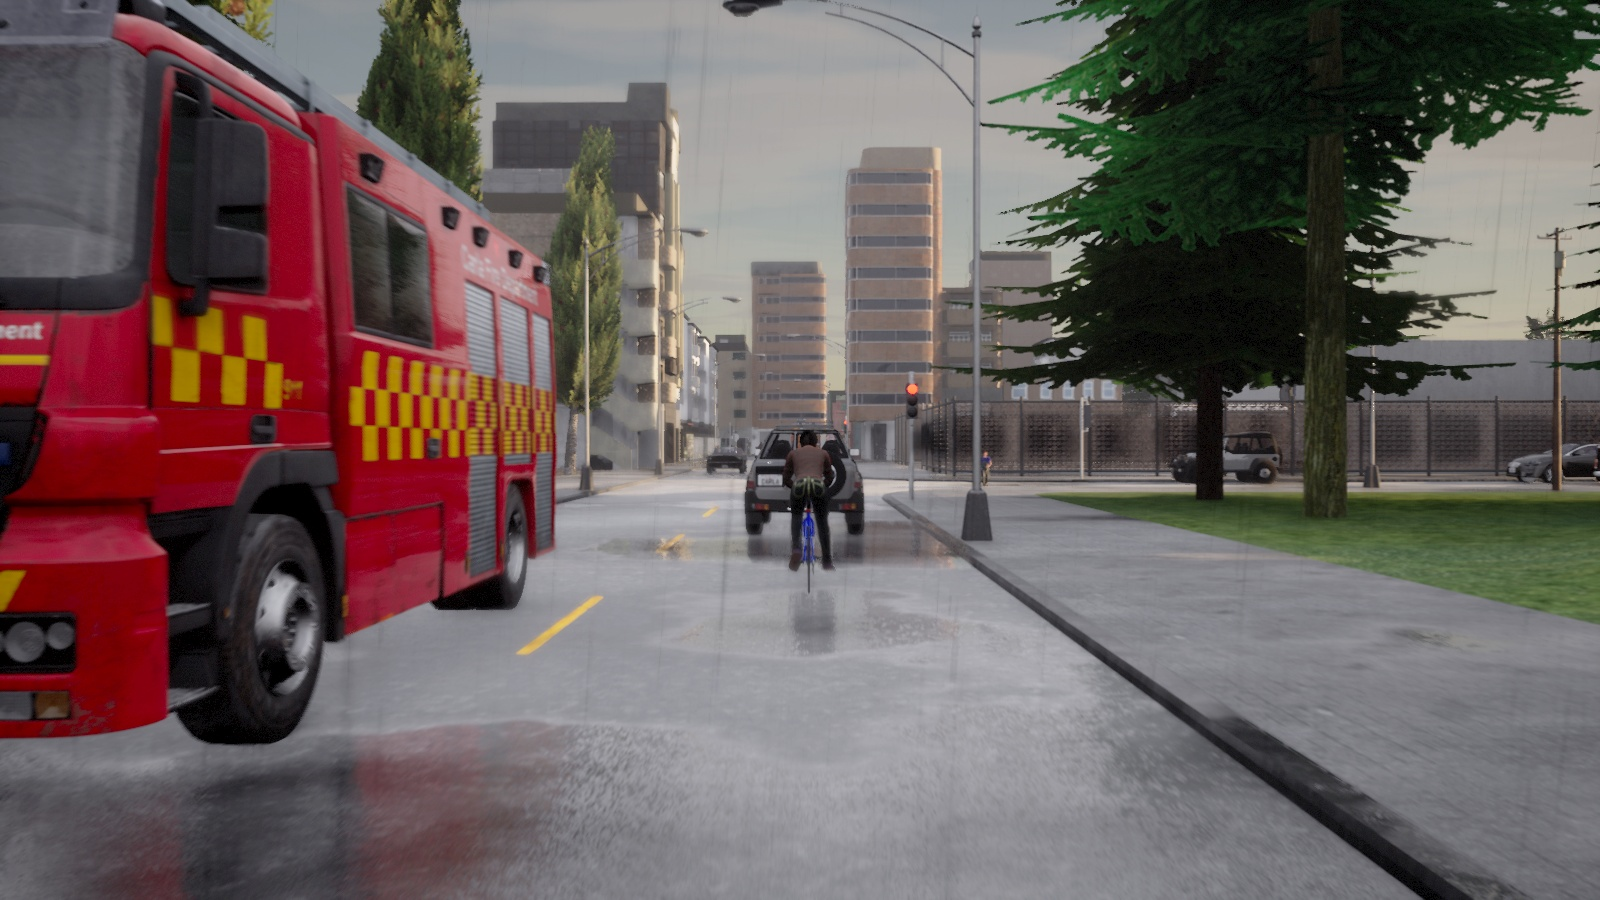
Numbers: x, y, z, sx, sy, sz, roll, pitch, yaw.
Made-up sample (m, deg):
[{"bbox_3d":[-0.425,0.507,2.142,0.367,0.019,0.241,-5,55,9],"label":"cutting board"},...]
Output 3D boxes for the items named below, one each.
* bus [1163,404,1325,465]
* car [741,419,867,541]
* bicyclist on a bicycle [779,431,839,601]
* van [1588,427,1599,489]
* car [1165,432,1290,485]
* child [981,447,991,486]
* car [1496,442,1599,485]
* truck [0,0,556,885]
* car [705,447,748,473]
[{"bbox_3d":[31.849,-1.114,90.505,10.273,4.253,3.944,0,0,4],"label":"bus"},{"bbox_3d":[0.110,0.442,21.475,1.932,1.855,4.605,0,0,1],"label":"car"},{"bbox_3d":[0.089,0.625,12.974,0.582,1.620,1.656,0,2,0],"label":"bicyclist on a bicycle"},{"bbox_3d":[28.671,0.262,41.080,4.480,2.038,2.069,0,0,0],"label":"van"},{"bbox_3d":[15.324,0.300,45.154,3.866,1.878,1.905,0,0,0],"label":"car"},{"bbox_3d":[6.136,0.538,41.514,0.270,1.263,0.437,0,0,0],"label":"child"},{"bbox_3d":[28.048,0.472,45.086,4.902,1.511,2.128,0,0,0],"label":"car"},{"bbox_3d":[-3.934,-0.469,8.472,2.891,3.827,8.468,0,0,0],"label":"truck"},{"bbox_3d":[-3.693,0.484,63.861,1.895,1.301,4.718,0,0,0],"label":"car"}]
